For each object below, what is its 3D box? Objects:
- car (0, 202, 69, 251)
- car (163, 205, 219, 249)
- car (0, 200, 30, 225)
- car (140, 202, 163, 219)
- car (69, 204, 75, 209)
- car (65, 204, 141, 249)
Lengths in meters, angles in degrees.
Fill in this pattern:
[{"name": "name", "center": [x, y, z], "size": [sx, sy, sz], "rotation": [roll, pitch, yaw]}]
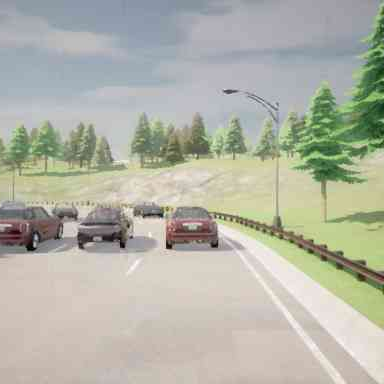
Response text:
[{"name": "car", "center": [-7.116, 1.366, 14.228], "size": [2.097, 1.767, 4.553], "rotation": [0, 0, -5]}, {"name": "car", "center": [-0.138, 1.366, 14.779], "size": [2.097, 1.767, 4.553], "rotation": [0, 0, -5]}, {"name": "car", "center": [-13.574, 1.485, 25.528], "size": [1.882, 1.535, 5.008], "rotation": [0, 0, -24]}, {"name": "car", "center": [-4.003, 1.573, 29.848], "size": [1.994, 1.385, 4.181], "rotation": [0, 0, -24]}, {"name": "car", "center": [-10.396, 1.616, 26.995], "size": [1.895, 1.301, 4.718], "rotation": [0, 0, -24]}, {"name": "car", "center": [-3.630, 1.495, 14.533], "size": [2.128, 1.511, 4.902], "rotation": [0, 0, -5]}]
